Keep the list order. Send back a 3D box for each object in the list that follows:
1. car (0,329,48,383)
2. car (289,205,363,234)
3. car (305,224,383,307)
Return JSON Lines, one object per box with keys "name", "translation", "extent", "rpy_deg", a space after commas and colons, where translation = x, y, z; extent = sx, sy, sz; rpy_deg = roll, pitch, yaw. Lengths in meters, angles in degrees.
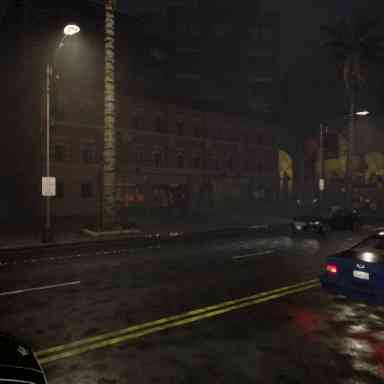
{"name": "car", "translation": [-3.035, 1.352, 1.518], "extent": [4.553, 1.767, 2.097], "rpy_deg": [0, 0, -36]}
{"name": "car", "translation": [7.268, 1.491, 17.851], "extent": [4.902, 1.511, 2.128], "rpy_deg": [0, 0, -36]}
{"name": "car", "translation": [5.104, 1.547, 7.481], "extent": [5.357, 1.411, 2.033], "rpy_deg": [0, 0, -36]}
